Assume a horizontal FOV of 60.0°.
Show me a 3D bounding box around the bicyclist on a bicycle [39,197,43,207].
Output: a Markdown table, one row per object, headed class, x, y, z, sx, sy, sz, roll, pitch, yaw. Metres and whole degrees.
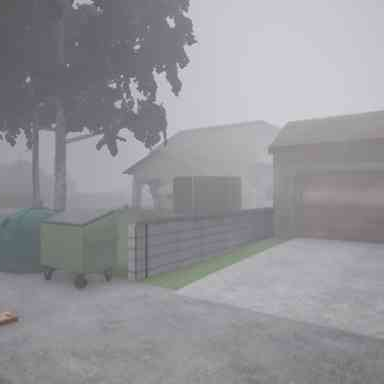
| class | x | y | z | sx | sy | sz | roll | pitch | yaw |
| --- | --- | --- | --- | --- | --- | --- | --- | --- | --- |
| bicyclist on a bicycle | -16.692 | 1.347 | 36.392 | 1.656 | 1.620 | 0.582 | 0 | 0 | 36 |
